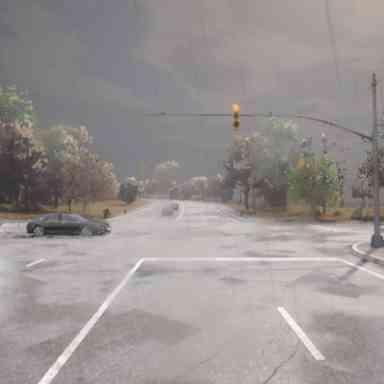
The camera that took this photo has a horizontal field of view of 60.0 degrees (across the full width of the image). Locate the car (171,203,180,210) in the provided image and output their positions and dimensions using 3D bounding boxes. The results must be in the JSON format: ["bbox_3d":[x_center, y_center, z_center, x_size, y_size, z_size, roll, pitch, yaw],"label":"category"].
[{"bbox_3d":[-3.573,2.954,66.852,1.837,1.490,4.892,0,1,0],"label":"car"}]

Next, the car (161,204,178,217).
[{"bbox_3d":[-3.637,2.979,50.860,2.033,1.411,5.357,0,-1,0],"label":"car"}]

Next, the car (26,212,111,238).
[{"bbox_3d":[-7.336,1.988,19.921,4.892,1.490,1.837,0,-2,5],"label":"car"}]
